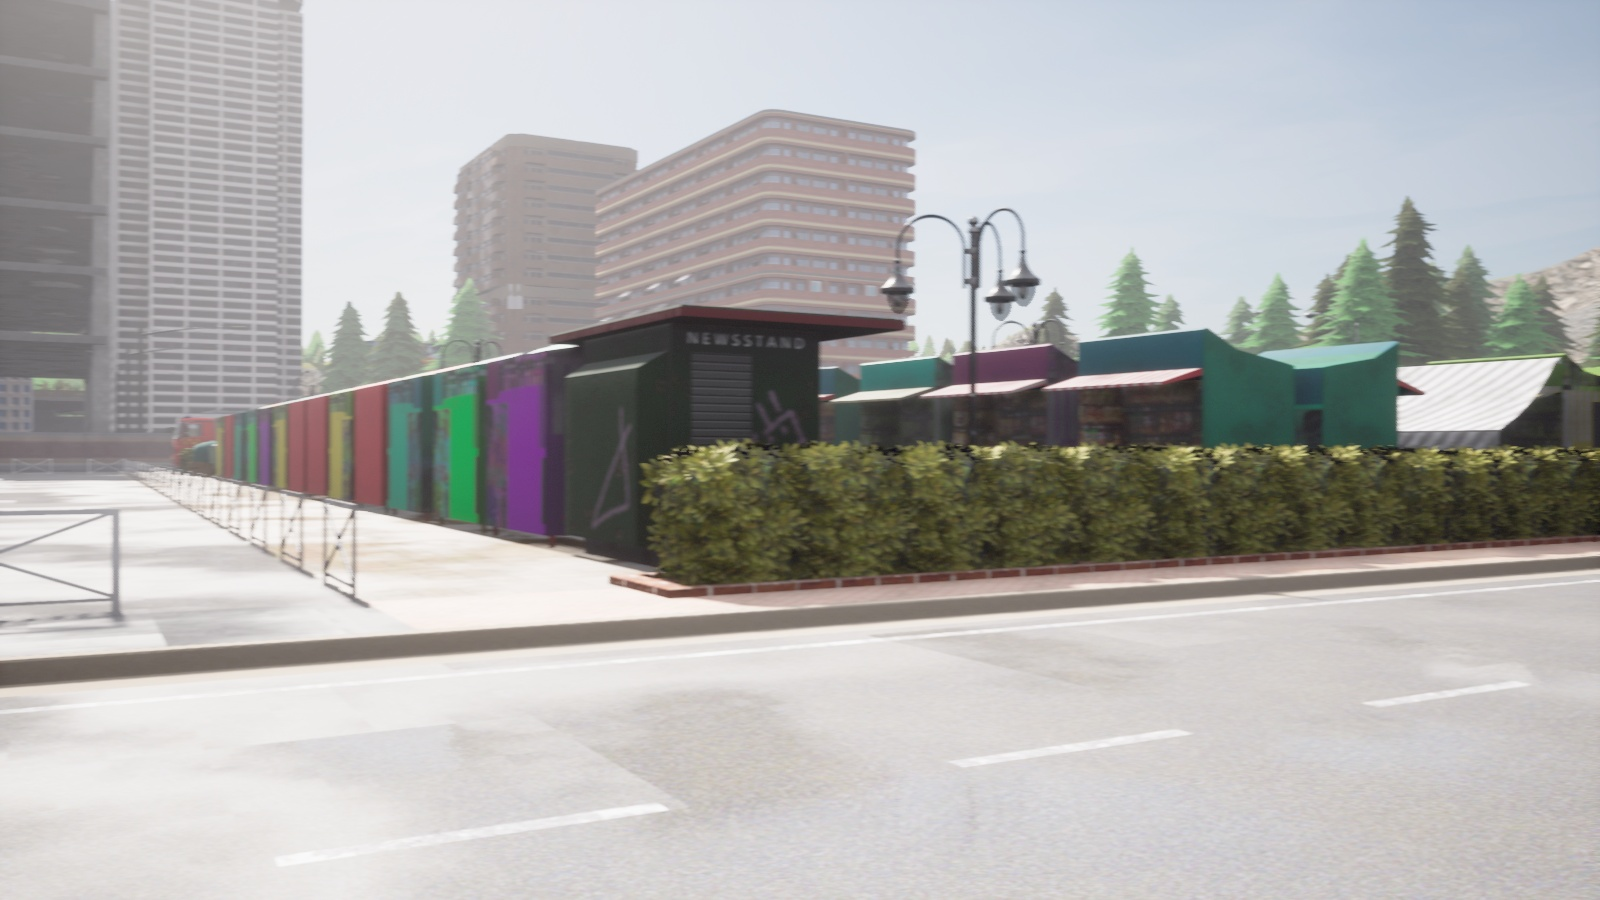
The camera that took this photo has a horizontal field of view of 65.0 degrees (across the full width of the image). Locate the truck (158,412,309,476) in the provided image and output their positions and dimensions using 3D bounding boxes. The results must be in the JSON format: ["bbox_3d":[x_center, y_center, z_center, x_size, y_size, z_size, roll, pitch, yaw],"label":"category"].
[{"bbox_3d":[-35.791,-0.367,79.472,8.468,3.827,2.891,0,0,-31],"label":"truck"}]
